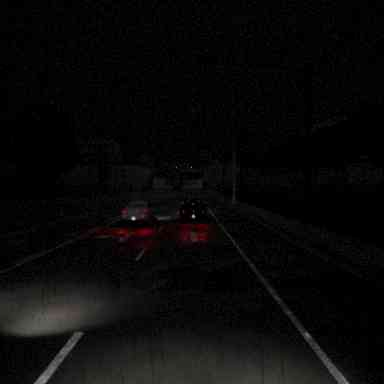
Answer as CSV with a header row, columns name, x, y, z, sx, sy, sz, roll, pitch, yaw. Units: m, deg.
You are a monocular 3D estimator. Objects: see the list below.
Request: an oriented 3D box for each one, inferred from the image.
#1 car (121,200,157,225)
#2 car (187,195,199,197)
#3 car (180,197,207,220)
name,x,y,z,sx,sy,sz,roll,pitch,yaw
car,-3.406,1.272,21.672,1.812,1.442,4.674,0,1,0
car,0.094,1.026,38.798,1.895,1.301,4.718,0,1,0
car,0.098,1.309,24.420,1.895,1.301,4.718,0,1,0
